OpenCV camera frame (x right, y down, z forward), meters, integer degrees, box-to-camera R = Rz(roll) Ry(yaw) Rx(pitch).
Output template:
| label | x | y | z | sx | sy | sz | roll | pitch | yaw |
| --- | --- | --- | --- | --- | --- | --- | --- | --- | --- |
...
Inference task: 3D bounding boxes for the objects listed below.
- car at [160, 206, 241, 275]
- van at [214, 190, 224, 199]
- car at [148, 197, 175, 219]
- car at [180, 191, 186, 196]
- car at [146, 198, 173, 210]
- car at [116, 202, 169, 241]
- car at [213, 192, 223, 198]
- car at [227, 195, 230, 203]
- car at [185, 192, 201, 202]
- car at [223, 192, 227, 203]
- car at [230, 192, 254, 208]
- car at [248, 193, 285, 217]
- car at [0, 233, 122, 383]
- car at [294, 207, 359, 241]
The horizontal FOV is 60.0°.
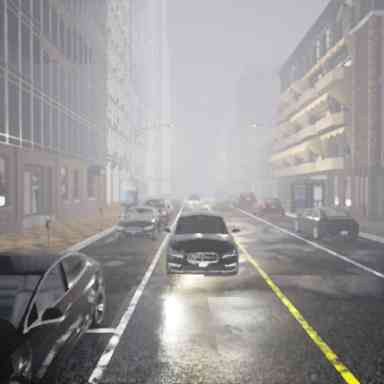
| label | x | y | z | sx | sy | sz | roll | pitch | yaw |
| --- | --- | --- | --- | --- | --- | --- | --- | --- | --- |
| car | 0.264 | 1.381 | 10.044 | 1.837 | 1.490 | 4.892 | 0 | 1 | 0 |
| van | 6.049 | 0.499 | 71.861 | 1.690 | 1.788 | 3.998 | 0 | 1 | 0 |
| car | -2.330 | 1.205 | 26.508 | 1.752 | 1.417 | 4.829 | 0 | 1 | 0 |
| car | -2.331 | 0.345 | 94.456 | 1.967 | 1.590 | 4.097 | 0 | 1 | 0 |
| car | -2.330 | 1.185 | 21.029 | 1.967 | 1.590 | 4.097 | 0 | 1 | 0 |
| car | -2.329 | 1.362 | 15.381 | 2.008 | 1.369 | 4.403 | 0 | 1 | 0 |
| car | 6.050 | 0.660 | 77.512 | 1.947 | 1.339 | 4.313 | 0 | 1 | 0 |
| car | 6.050 | 1.061 | 43.623 | 1.802 | 1.307 | 4.206 | 0 | 1 | 0 |
| car | 0.359 | 0.911 | 54.853 | 1.994 | 1.385 | 4.181 | 0 | 1 | 0 |
| car | 6.050 | 0.995 | 49.272 | 1.802 | 1.307 | 4.206 | 0 | 1 | 0 |
| car | 6.051 | 0.861 | 37.972 | 2.192 | 1.841 | 5.009 | 0 | 1 | 0 |
| car | 6.050 | 1.119 | 26.677 | 1.967 | 1.590 | 4.097 | 0 | 1 | 0 |
| car | -2.329 | 1.514 | 4.086 | 1.947 | 1.339 | 4.313 | 0 | 1 | 0 |
| car | 6.051 | 1.364 | 15.383 | 2.008 | 1.369 | 4.403 | 0 | 1 | 0 |
